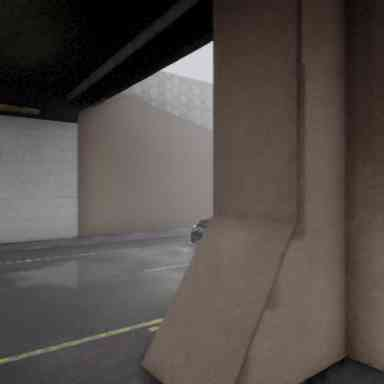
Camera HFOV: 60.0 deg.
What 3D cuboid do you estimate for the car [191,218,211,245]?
[{"bbox_3d":[2.171,1.334,14.132,4.553,1.767,2.097,0,0,-35],"label":"car"}]
